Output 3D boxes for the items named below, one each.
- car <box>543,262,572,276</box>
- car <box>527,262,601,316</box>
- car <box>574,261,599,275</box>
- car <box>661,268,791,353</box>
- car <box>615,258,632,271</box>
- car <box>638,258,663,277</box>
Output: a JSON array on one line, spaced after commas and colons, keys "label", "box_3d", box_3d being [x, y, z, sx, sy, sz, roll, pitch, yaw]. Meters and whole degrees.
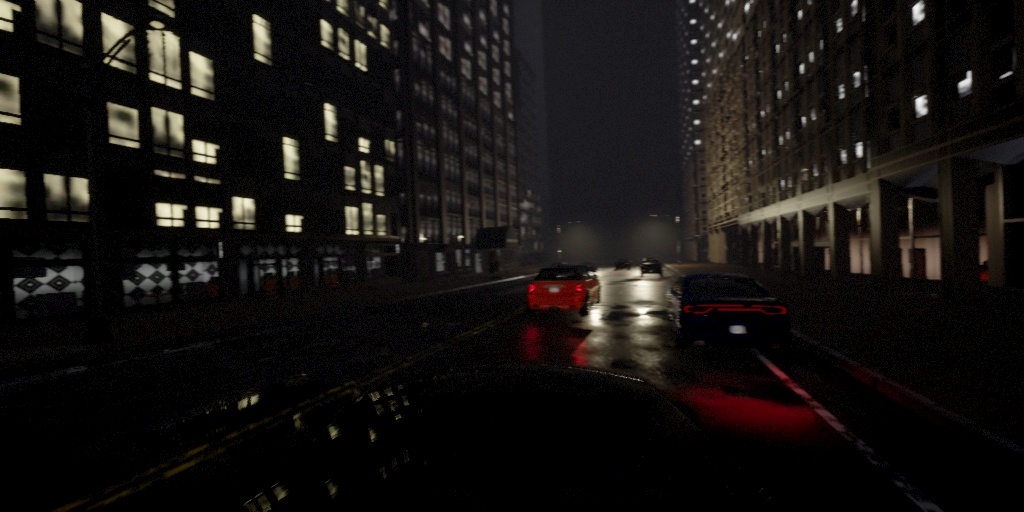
[{"label": "car", "box_3d": [5.355, 1.434, 41.369, 2.033, 1.411, 5.357, -2, -1, 21]}, {"label": "car", "box_3d": [2.130, 1.126, 13.705, 2.097, 1.767, 4.553, -2, -1, 21]}, {"label": "car", "box_3d": [8.449, 1.331, 40.363, 1.994, 1.385, 4.181, -2, 0, 21]}, {"label": "car", "box_3d": [4.784, 1.115, 8.558, 1.882, 1.535, 5.008, -2, -1, 21]}, {"label": "car", "box_3d": [14.482, 1.078, 46.698, 1.882, 1.535, 5.008, -2, -1, 21]}, {"label": "car", "box_3d": [12.507, 1.049, 32.271, 2.128, 1.511, 4.902, -2, 0, 21]}]
